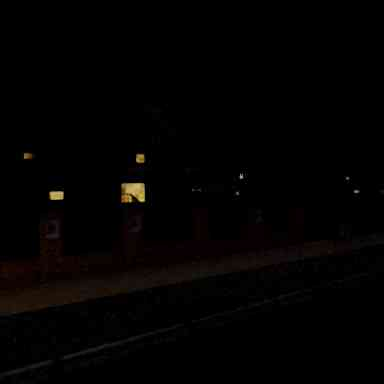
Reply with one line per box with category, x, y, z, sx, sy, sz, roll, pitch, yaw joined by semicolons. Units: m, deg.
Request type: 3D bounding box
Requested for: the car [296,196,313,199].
car;11.741;1.156;34.398;1.994;1.385;4.181;-2;2;-35
